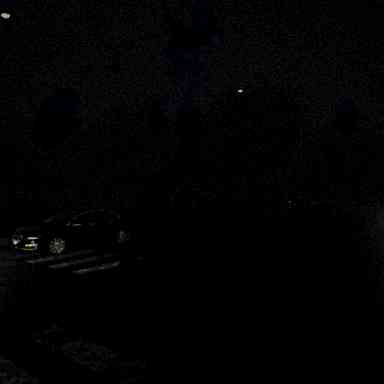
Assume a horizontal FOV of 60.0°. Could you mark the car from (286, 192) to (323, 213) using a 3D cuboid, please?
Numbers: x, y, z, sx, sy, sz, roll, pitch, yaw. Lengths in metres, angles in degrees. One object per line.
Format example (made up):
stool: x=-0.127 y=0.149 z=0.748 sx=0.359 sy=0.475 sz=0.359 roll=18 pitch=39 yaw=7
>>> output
car: x=12.165 y=1.025 z=35.617 sx=2.150 sy=2.045 sz=5.566 roll=0 pitch=0 yaw=36

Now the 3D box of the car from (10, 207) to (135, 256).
car: x=-4.404 y=1.402 z=12.940 sx=1.837 sy=1.490 sz=4.892 roll=0 pitch=0 yaw=36

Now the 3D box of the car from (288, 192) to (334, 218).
car: x=10.211 y=1.041 z=27.960 sx=2.150 sy=2.045 sz=5.566 roll=0 pitch=0 yaw=36

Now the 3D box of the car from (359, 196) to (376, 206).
car: x=26.550 y=1.376 z=50.342 sx=1.837 sy=1.490 sz=4.892 roll=0 pitch=-1 yaw=36
